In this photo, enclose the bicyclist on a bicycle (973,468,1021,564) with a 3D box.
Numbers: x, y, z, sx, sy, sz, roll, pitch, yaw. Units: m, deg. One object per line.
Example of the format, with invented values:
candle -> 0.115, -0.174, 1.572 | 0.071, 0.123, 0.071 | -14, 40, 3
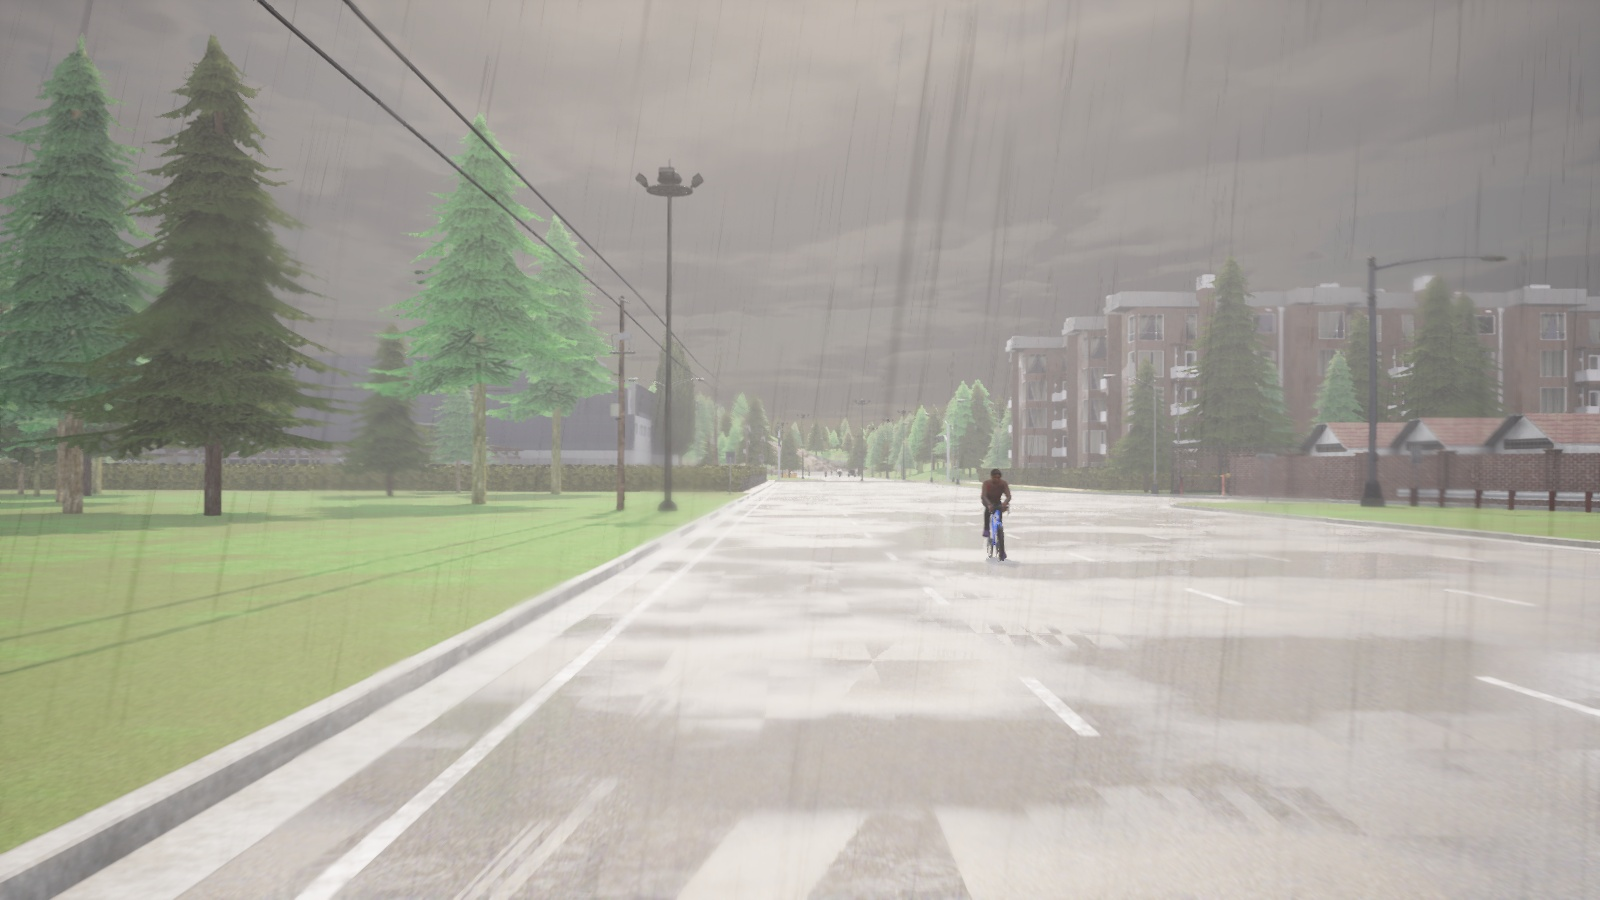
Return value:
bicyclist on a bicycle -> 3.447, 1.123, 22.074 | 0.582, 1.620, 1.656 | 0, -1, 0
